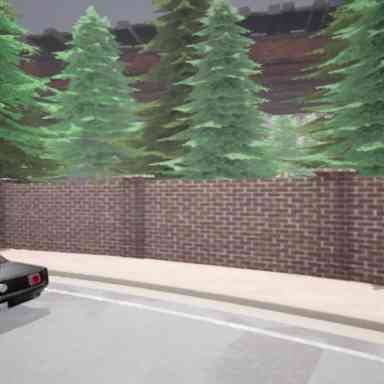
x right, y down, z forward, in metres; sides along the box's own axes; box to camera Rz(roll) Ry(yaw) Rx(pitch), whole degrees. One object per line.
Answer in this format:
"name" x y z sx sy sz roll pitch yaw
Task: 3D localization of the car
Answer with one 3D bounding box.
"car" -5.091 1.575 6.146 4.718 1.301 1.895 0 1 23
